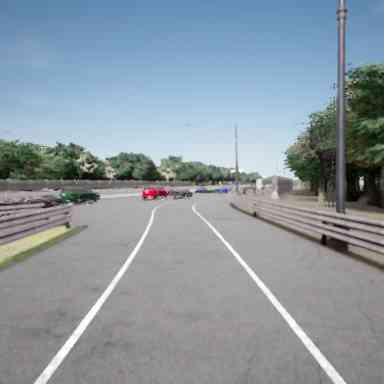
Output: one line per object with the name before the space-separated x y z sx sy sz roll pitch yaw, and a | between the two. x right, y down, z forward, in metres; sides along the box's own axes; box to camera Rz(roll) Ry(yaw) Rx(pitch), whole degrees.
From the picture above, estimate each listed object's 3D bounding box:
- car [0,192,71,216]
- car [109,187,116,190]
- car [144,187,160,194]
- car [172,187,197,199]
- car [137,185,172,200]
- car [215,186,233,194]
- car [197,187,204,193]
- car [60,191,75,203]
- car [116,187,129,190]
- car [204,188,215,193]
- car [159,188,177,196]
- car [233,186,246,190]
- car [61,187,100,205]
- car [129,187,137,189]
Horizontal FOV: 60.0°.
car | -11.432 1.035 23.830 2.128 1.511 4.902 0 2 20
car | -19.619 -0.389 83.934 1.837 1.490 4.892 0 2 20
car | -9.616 -0.409 80.724 1.882 1.535 5.008 0 2 20
car | -1.299 0.269 52.040 1.837 1.490 4.892 0 2 20
car | -5.594 0.057 50.435 2.150 2.045 5.566 0 2 20
car | 7.455 -0.436 76.504 1.882 1.535 5.008 0 2 20
car | 2.541 -0.499 83.582 1.994 1.385 4.181 0 2 20
car | -13.042 0.935 29.702 1.812 1.442 4.674 0 2 20
car | -16.207 -0.539 83.082 2.097 1.767 4.553 0 2 20
car | 5.171 -0.401 80.530 1.895 1.301 4.718 0 2 20
car | -4.516 0.021 63.795 1.812 1.442 4.674 0 2 20
car | 12.814 -0.731 91.608 1.895 1.301 4.718 0 1 19
car | -13.281 0.391 39.393 2.150 2.045 5.566 0 2 20
car | -12.916 -0.366 81.892 1.812 1.442 4.674 0 2 20
